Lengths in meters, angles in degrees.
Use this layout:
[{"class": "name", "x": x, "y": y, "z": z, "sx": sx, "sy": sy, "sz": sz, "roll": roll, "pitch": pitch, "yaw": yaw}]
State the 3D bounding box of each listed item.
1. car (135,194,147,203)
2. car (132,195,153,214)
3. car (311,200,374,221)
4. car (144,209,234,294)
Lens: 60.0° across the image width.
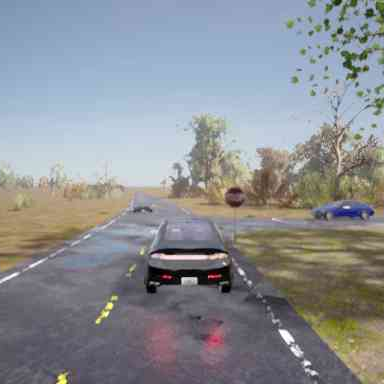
[{"class": "car", "x": -8.727, "y": 1.044, "z": 56.853, "sx": 1.812, "sy": 1.442, "sz": 4.674, "roll": 0, "pitch": 0, "yaw": -9}, {"class": "car", "x": -4.886, "y": 1.274, "z": 32.503, "sx": 2.033, "sy": 1.411, "sz": 5.357, "roll": 0, "pitch": 0, "yaw": -11}, {"class": "car", "x": 11.387, "y": 1.348, "z": 25.197, "sx": 4.674, "sy": 1.442, "sz": 1.812, "roll": 0, "pitch": 0, "yaw": -9}, {"class": "car", "x": -0.105, "y": 1.420, "z": 8.603, "sx": 2.128, "sy": 1.511, "sz": 4.902, "roll": 0, "pitch": 0, "yaw": -1}]
